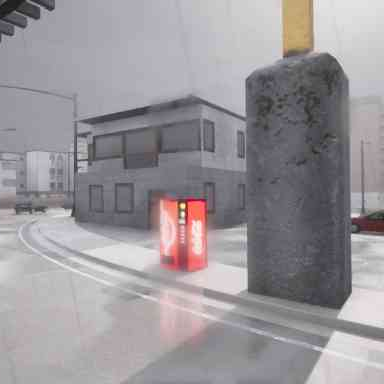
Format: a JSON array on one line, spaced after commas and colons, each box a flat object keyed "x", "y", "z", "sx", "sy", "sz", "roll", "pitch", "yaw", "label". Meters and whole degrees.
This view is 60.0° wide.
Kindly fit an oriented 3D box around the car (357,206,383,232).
[{"x": 13.583, "y": 1.883, "z": 22.670, "sx": 3.988, "sy": 1.617, "sz": 1.851, "roll": 1, "pitch": 0, "yaw": 34, "label": "car"}]

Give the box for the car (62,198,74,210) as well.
[{"x": -18.561, "y": 1.941, "z": 54.182, "sx": 2.150, "sy": 2.045, "sz": 5.566, "roll": -1, "pitch": -2, "yaw": 24, "label": "car"}]

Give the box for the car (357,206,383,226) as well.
[{"x": 16.953, "y": 2.035, "z": 28.237, "sx": 5.027, "sy": 1.636, "sz": 2.152, "roll": -1, "pitch": 0, "yaw": 34, "label": "car"}]

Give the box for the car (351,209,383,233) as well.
[{"x": 11.797, "y": 1.873, "z": 20.256, "sx": 5.357, "sy": 1.415, "sz": 2.033, "roll": 0, "pitch": 0, "yaw": 34, "label": "car"}]

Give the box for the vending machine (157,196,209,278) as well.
[{"x": -0.251, "y": 1.185, "z": 9.303, "sx": 0.880, "sy": 2.100, "sz": 1.100, "roll": -1, "pitch": 0, "yaw": 44, "label": "vending machine"}]

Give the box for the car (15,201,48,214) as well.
[{"x": -18.522, "y": 1.760, "z": 38.567, "sx": 2.128, "sy": 1.511, "sz": 4.902, "roll": -1, "pitch": -1, "yaw": 3, "label": "car"}]
